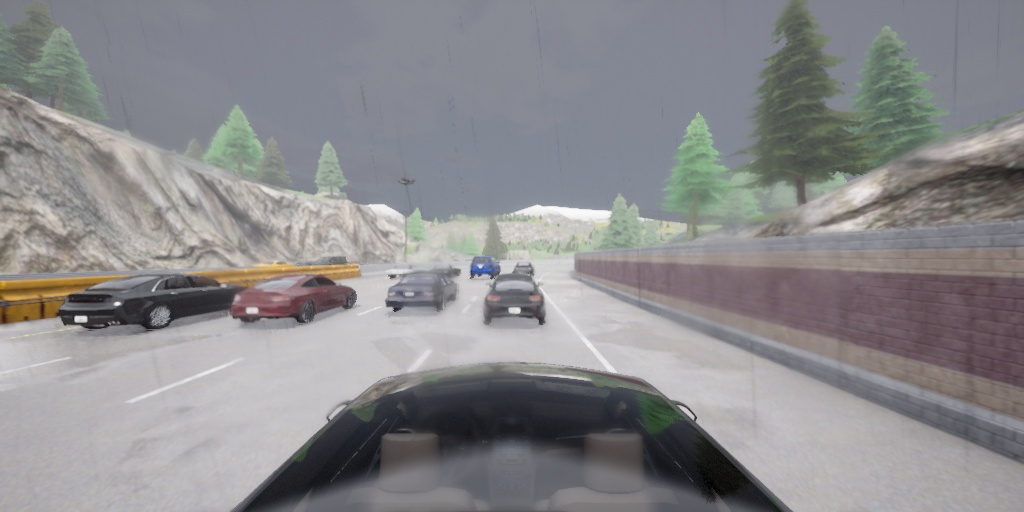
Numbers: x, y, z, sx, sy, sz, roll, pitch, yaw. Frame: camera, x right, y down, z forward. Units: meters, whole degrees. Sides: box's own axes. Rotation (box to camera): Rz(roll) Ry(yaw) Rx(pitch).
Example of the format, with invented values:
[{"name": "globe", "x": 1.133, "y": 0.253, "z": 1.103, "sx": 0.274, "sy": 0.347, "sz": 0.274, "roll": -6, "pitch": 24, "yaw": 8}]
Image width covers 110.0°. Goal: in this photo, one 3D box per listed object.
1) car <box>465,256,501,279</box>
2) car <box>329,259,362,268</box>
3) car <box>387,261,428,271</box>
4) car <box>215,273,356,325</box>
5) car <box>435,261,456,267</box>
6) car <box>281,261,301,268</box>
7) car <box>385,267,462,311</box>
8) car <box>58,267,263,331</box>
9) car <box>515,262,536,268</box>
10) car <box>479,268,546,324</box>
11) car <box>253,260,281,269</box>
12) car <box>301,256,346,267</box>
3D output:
[{"name": "car", "x": -2.411, "y": 1.039, "z": 33.471, "sx": 2.150, "sy": 2.045, "sz": 5.566, "roll": 0, "pitch": 0, "yaw": 7}, {"name": "car", "x": -19.006, "y": 1.400, "z": 42.185, "sx": 1.994, "sy": 1.385, "sz": 4.181, "roll": 0, "pitch": 0, "yaw": 10}, {"name": "car", "x": -9.524, "y": 1.417, "z": 32.831, "sx": 1.895, "sy": 1.301, "sz": 4.718, "roll": 0, "pitch": 0, "yaw": 6}, {"name": "car", "x": -6.912, "y": 1.297, "z": 11.872, "sx": 1.812, "sy": 1.442, "sz": 4.674, "roll": 0, "pitch": 0, "yaw": 0}, {"name": "car", "x": -6.002, "y": 1.417, "z": 32.830, "sx": 1.895, "sy": 1.301, "sz": 4.718, "roll": 0, "pitch": 0, "yaw": 6}, {"name": "car", "x": -25.677, "y": 1.346, "z": 44.671, "sx": 1.837, "sy": 1.490, "sz": 4.892, "roll": 0, "pitch": 0, "yaw": 10}, {"name": "car", "x": -3.397, "y": 1.325, "z": 14.456, "sx": 2.033, "sy": 1.411, "sz": 5.357, "roll": 0, "pitch": 0, "yaw": 0}, {"name": "car", "x": -10.413, "y": 1.276, "z": 11.093, "sx": 1.837, "sy": 1.490, "sz": 4.892, "roll": 0, "pitch": 0, "yaw": 0}, {"name": "car", "x": 1.248, "y": 1.311, "z": 34.412, "sx": 2.128, "sy": 1.511, "sz": 4.902, "roll": 0, "pitch": 0, "yaw": 7}, {"name": "car", "x": 0.088, "y": 1.297, "z": 11.944, "sx": 1.812, "sy": 1.442, "sz": 4.674, "roll": 0, "pitch": 0, "yaw": 0}, {"name": "car", "x": -29.316, "y": 1.318, "z": 44.160, "sx": 1.882, "sy": 1.535, "sz": 5.008, "roll": 0, "pitch": 0, "yaw": 10}, {"name": "car", "x": -22.328, "y": 1.060, "z": 43.671, "sx": 2.150, "sy": 2.045, "sz": 5.566, "roll": 0, "pitch": 0, "yaw": 10}]
